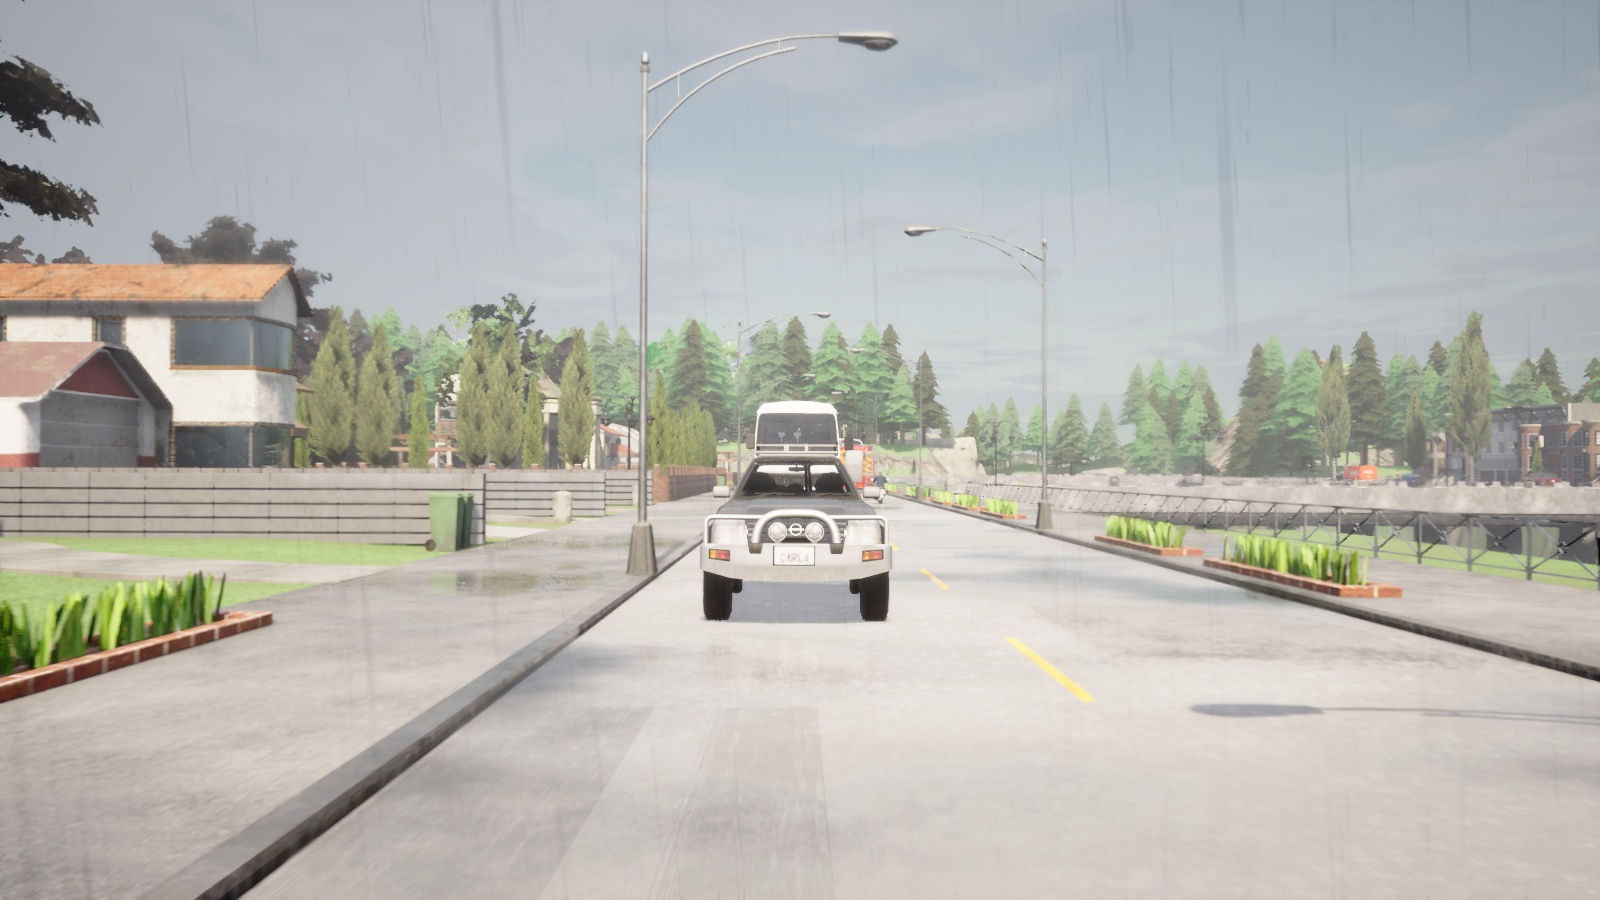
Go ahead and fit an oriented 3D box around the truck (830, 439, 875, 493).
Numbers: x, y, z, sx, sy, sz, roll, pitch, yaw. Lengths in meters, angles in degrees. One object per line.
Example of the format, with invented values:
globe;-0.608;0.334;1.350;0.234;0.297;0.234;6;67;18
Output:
truck;3.778;1.184;92.574;2.891;3.827;8.468;0;-1;0

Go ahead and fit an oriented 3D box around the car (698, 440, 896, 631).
car;-0.035;0.875;14.556;1.932;1.855;4.605;0;-1;0

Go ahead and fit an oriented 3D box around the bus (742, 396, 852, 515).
bus;-0.124;0.279;50.222;3.944;4.253;10.273;0;-1;0
